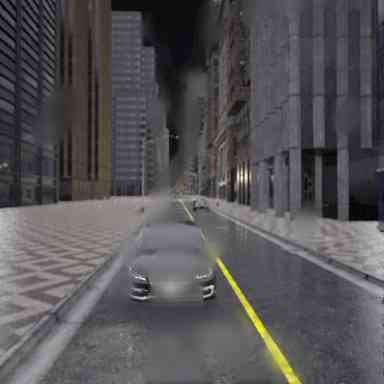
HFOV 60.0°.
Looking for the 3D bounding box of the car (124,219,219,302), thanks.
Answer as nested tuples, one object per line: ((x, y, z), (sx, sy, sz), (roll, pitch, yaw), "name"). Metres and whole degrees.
((-0.510, 1.507, 8.453), (1.837, 1.490, 4.892), (0, 0, -3), "car")

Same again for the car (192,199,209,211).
((1.009, 1.558, 40.620), (2.033, 1.411, 5.357), (0, 0, -3), "car")
